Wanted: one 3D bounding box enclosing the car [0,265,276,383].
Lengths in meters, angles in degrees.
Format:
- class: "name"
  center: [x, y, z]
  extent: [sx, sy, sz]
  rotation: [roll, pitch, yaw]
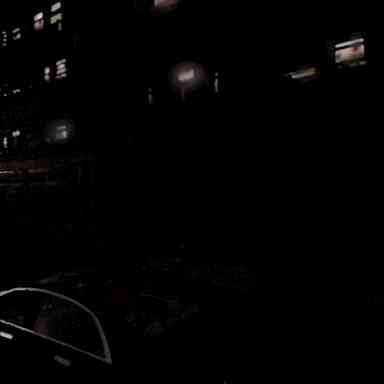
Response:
- class: "car"
  center: [-1.282, 1.548, 3.791]
  extent: [4.403, 1.369, 2.008]
  rotation: [0, 0, 36]
